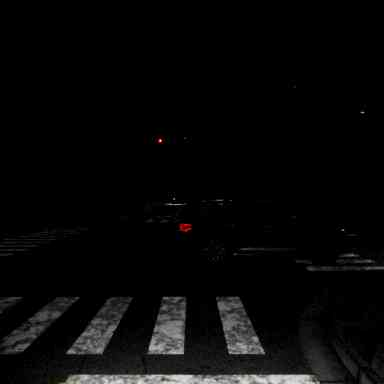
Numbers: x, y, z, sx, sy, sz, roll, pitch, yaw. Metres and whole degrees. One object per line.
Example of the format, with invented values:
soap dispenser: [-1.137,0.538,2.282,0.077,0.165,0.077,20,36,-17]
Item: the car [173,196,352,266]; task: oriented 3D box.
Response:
car: [2.233,1.248,11.048,5.566,2.045,2.150,0,0,0]
